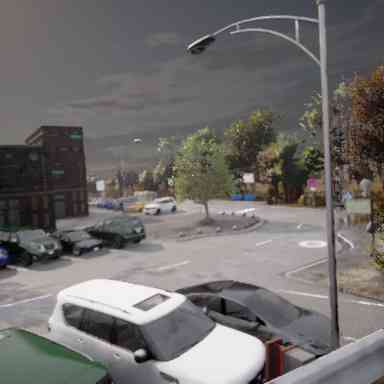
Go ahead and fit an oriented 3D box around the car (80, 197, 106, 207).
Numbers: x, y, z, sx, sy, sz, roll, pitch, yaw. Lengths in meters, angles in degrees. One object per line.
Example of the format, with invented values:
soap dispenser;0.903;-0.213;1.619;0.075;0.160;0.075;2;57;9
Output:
car;-20.938;2.156;70.223;2.163;1.488;4.792;-2;3;36

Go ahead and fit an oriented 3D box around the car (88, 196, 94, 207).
car;-17.586;2.007;65.228;2.185;1.767;4.553;-2;4;36

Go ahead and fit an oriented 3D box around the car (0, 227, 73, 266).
car;-10.662;3.356;21.326;5.566;2.045;2.435;-3;2;35

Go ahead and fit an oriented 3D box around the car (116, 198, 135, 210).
car;-9.203;2.201;52.762;2.002;1.452;4.674;-2;3;36

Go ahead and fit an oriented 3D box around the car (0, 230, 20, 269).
car;-13.065;3.576;19.612;5.566;2.045;2.435;-3;2;35

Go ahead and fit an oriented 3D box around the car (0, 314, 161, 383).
car;-3.459;3.598;5.694;5.566;2.045;2.435;-1;4;34

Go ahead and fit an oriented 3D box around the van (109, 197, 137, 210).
van;-10.963;1.940;55.141;1.878;1.987;4.442;-2;4;36

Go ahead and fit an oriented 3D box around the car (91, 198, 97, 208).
car;-15.922;2.180;62.722;2.002;1.452;4.674;-2;3;36

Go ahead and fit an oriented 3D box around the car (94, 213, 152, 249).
car;-5.913;2.920;24.773;5.566;2.045;2.435;-3;3;35

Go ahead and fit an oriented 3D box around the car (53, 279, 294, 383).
car;-0.952;3.371;7.434;5.566;2.045;2.435;-1;4;35

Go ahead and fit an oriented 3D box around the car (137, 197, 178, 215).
car;-4.164;1.927;45.263;2.435;2.045;5.566;-2;4;36

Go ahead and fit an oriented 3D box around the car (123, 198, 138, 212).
car;-7.407;2.147;50.426;1.946;1.575;5.366;-2;3;36

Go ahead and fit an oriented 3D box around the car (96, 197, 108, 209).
car;-14.278;2.023;60.202;2.185;1.767;4.553;-2;3;36

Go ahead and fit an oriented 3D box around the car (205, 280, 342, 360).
car;1.517;3.427;9.203;4.792;1.488;2.163;-1;4;35

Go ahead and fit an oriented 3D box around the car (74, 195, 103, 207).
car;-22.631;1.873;72.699;2.435;2.045;5.566;-2;3;36

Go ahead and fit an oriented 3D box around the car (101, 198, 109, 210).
car;-12.556;2.149;57.741;2.097;1.535;5.008;-2;4;36

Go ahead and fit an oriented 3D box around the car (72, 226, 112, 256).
car;-8.240;3.416;23.061;4.792;1.488;2.163;-3;2;34
